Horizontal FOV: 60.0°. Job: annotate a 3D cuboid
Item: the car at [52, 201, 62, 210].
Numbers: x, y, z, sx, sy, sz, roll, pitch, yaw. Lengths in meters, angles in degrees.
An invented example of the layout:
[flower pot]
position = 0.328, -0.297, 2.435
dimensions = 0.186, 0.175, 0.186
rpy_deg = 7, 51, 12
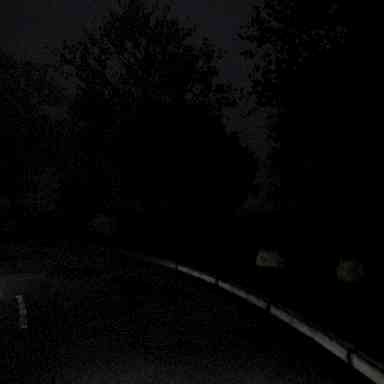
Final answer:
[car]
position = -21.340, 2.191, 56.038
dimensions = 1.837, 1.490, 4.892
rpy_deg = 0, -1, 0
